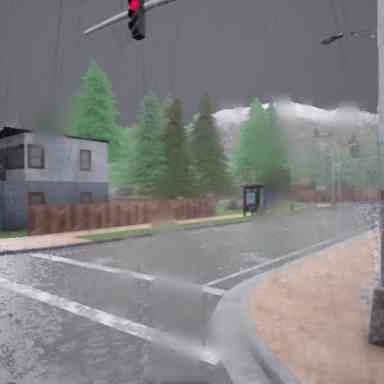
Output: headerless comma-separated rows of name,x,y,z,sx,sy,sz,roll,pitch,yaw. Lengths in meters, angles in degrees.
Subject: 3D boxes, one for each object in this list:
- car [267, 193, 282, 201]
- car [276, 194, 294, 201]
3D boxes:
car,18.705,1.128,75.394,1.905,1.878,3.866,-1,0,39
car,20.909,1.092,74.124,1.932,1.855,4.605,-1,0,39
